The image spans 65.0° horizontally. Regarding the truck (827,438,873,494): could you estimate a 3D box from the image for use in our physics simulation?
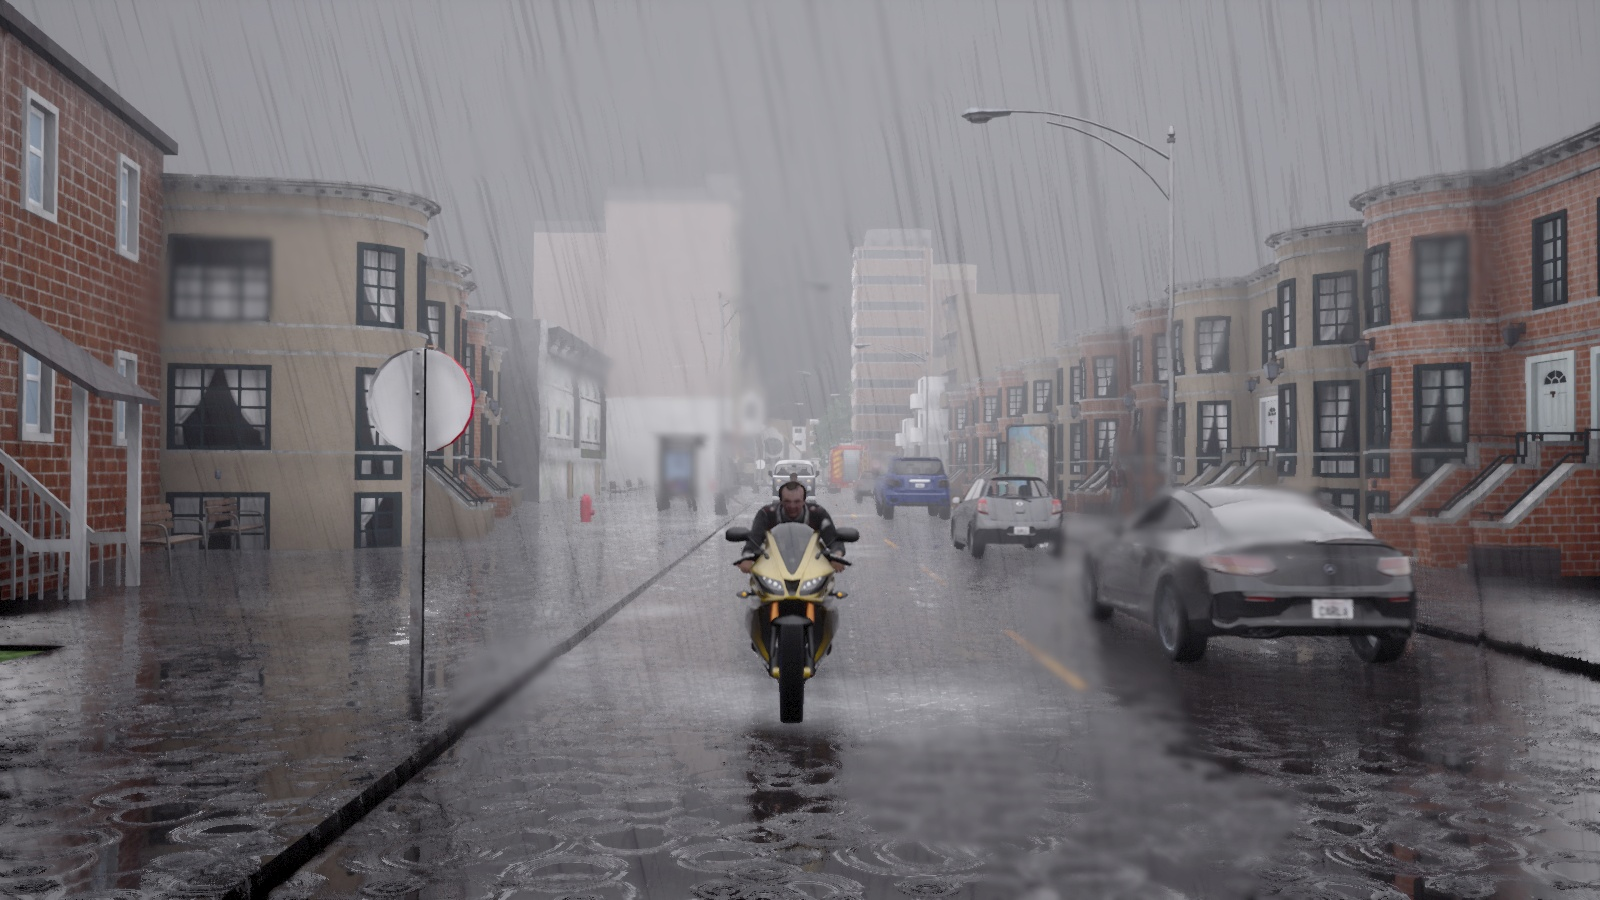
[{"bbox_3d":[3.547,1.154,90.639,2.891,3.827,8.468,0,-1,0],"label":"truck"}]

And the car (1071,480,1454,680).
[{"bbox_3d":[3.941,1.020,11.679,1.812,1.442,4.674,0,-1,0],"label":"car"}]

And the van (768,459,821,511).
[{"bbox_3d":[-0.240,1.399,51.364,2.069,2.038,4.480,0,-1,0],"label":"van"}]

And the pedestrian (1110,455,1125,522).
[{"bbox_3d":[8.878,1.077,35.133,0.376,1.854,0.720,0,-1,14],"label":"pedestrian"}]

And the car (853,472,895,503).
[{"bbox_3d":[3.707,1.877,63.493,1.845,1.501,3.633,0,-1,0],"label":"car"}]

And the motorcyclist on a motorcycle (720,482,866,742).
[{"bbox_3d":[-0.045,0.994,8.608,0.866,1.530,2.191,0,-1,0],"label":"motorcyclist on a motorcycle"}]

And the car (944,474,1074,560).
[{"bbox_3d":[3.886,1.214,23.949,1.845,1.501,3.633,0,-1,0],"label":"car"}]

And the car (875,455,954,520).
[{"bbox_3d":[3.800,1.232,42.628,2.150,2.045,5.566,0,-1,0],"label":"car"}]
